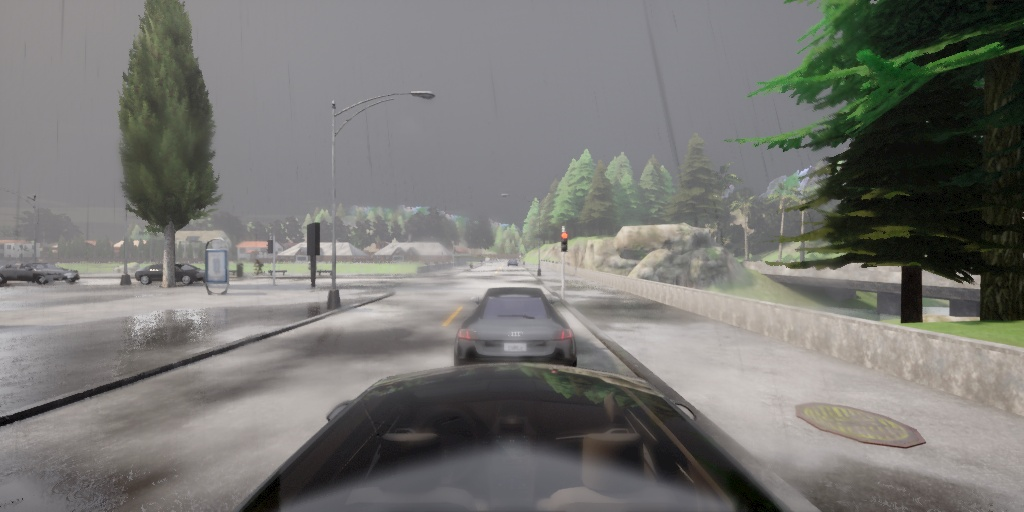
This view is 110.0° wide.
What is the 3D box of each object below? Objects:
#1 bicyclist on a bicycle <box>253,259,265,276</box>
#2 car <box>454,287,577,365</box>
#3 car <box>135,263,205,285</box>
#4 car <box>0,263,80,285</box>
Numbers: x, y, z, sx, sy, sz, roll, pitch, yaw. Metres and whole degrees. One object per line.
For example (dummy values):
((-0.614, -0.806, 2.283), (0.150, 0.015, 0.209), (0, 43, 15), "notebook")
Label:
((-24.099, 1.099, 34.120), (0.582, 1.620, 1.656), (0, 0, 0), "bicyclist on a bicycle")
((0.064, 1.314, 7.295), (1.994, 1.385, 4.181), (0, 0, 0), "car")
((-24.023, 1.255, 25.722), (4.892, 1.490, 1.837), (0, 0, 0), "car")
((-34.123, 1.241, 25.726), (4.902, 1.511, 2.128), (0, 0, 0), "car")
